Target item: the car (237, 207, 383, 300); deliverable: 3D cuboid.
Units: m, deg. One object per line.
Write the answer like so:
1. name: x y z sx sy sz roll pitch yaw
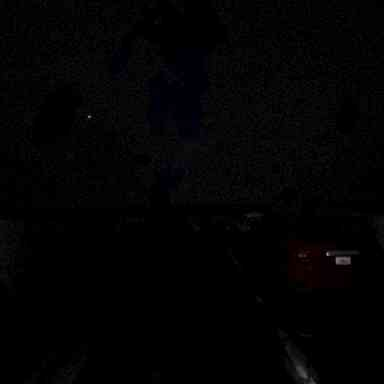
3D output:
1. car: 2.634 1.268 8.183 2.192 1.841 5.009 0 0 0

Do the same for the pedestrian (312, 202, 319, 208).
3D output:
1. pedestrian: 6.202 1.324 17.162 0.375 1.300 0.375 0 0 0

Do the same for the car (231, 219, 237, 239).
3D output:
1. car: 2.633 1.445 13.900 1.752 1.417 4.829 0 0 0

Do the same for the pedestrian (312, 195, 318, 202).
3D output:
1. pedestrian: 6.555 1.036 17.761 0.375 1.860 0.375 0 0 0

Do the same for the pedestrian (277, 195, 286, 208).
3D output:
1. pedestrian: 4.975 1.037 18.360 0.375 1.860 0.375 0 0 0
